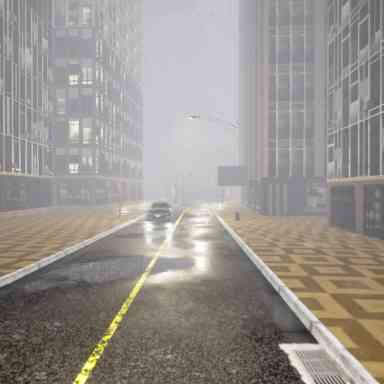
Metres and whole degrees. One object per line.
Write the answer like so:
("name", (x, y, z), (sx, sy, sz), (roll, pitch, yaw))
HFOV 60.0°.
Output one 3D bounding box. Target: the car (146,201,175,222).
("car", (-2.418, 1.514, 26.290), (1.837, 1.490, 4.892), (0, 0, 1))
